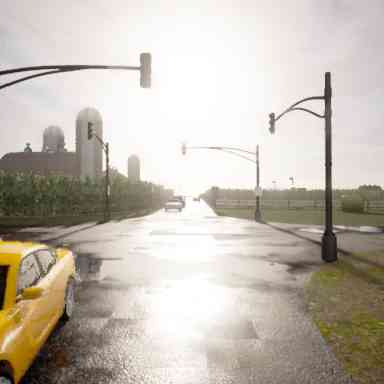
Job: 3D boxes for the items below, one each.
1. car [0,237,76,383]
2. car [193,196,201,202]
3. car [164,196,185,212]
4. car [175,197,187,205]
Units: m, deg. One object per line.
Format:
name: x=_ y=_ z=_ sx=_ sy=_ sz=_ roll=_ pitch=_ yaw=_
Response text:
car: x=-2.858 y=1.478 z=4.343 sx=1.882 sy=1.535 sz=5.008 roll=1 pitch=0 yaw=-9
car: x=1.093 y=1.723 z=80.184 sx=1.895 sy=1.301 sz=4.718 roll=0 pitch=0 yaw=1
car: x=-2.197 y=1.564 z=40.094 sx=1.812 sy=1.442 sz=4.674 roll=0 pitch=0 yaw=1
car: x=-1.951 y=1.620 z=60.102 sx=2.033 sy=1.411 sz=5.357 roll=0 pitch=0 yaw=1
